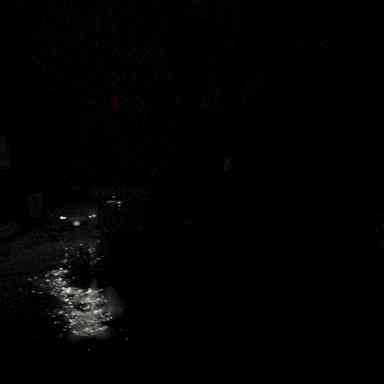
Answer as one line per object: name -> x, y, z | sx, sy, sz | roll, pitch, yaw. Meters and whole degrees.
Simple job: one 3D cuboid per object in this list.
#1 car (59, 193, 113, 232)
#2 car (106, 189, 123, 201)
car -> -5.574, 1.073, 17.320 | 2.128, 1.511, 4.902 | -3, 2, -9
car -> -9.771, 0.368, 41.850 | 1.994, 1.385, 4.181 | -3, 2, -10
